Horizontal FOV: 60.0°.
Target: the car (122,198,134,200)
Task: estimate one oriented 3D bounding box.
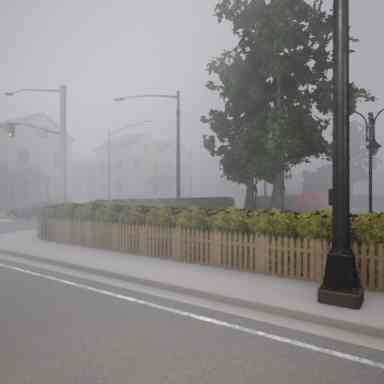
[{"bbox_3d":[-7.317,1.488,38.004,2.128,1.511,4.902,0,0,35],"label":"car"}]

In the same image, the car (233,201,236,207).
[{"bbox_3d":[4.909,1.561,49.111,1.994,1.385,4.181,0,0,35],"label":"car"}]

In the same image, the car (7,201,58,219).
[{"bbox_3d":[-13.259,1.544,29.458,2.033,1.411,5.357,0,0,35],"label":"car"}]
